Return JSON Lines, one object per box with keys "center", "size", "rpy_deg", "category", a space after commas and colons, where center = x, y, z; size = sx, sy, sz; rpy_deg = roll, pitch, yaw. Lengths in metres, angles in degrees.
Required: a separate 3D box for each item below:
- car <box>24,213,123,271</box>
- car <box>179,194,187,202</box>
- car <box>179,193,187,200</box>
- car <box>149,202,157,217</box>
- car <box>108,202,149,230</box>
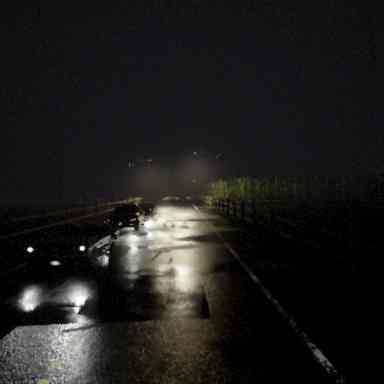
{"center": [-3.854, 1.668, 11.446], "size": [1.895, 1.301, 4.718], "rpy_deg": [-1, 0, -2], "category": "car"}
{"center": [-2.101, 1.421, 76.820], "size": [1.837, 1.490, 4.892], "rpy_deg": [-1, 0, -2], "category": "car"}
{"center": [-2.388, 1.192, 86.823], "size": [2.097, 1.767, 4.553], "rpy_deg": [-1, 0, -2], "category": "car"}
{"center": [-4.365, 1.638, 31.154], "size": [1.895, 1.301, 4.718], "rpy_deg": [-1, 0, -1], "category": "car"}
{"center": [-4.126, 1.557, 21.303], "size": [1.837, 1.490, 4.892], "rpy_deg": [-1, 0, -1], "category": "car"}
